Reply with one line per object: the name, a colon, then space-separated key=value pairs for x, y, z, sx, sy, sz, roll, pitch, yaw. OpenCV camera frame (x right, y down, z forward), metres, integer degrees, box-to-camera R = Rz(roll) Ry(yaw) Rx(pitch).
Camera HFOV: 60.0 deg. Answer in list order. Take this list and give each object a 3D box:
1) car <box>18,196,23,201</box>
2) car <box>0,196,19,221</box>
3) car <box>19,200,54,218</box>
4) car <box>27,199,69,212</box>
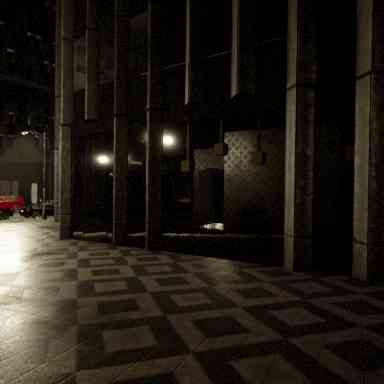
car: x=-20.822 y=1.354 z=36.162 sx=2.192 sy=1.841 sz=5.009 roll=1 pitch=0 yaw=35
car: x=-17.124 y=1.463 z=26.626 sx=2.192 sy=1.841 sz=5.009 roll=1 pitch=0 yaw=35
car: x=-13.870 y=1.743 z=31.236 sx=1.947 sy=1.339 sz=4.313 roll=1 pitch=0 yaw=35
car: x=-17.569 y=1.635 z=40.771 sx=1.947 sy=1.339 sz=4.313 roll=1 pitch=0 yaw=35
